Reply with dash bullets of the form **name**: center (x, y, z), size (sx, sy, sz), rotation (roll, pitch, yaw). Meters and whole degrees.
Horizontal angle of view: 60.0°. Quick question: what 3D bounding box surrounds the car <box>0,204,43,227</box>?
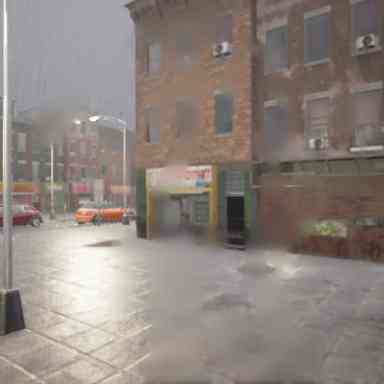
- **car**: center (-11.995, 1.558, 21.550), size (1.967, 1.590, 4.097), rotation (-1, -1, 35)

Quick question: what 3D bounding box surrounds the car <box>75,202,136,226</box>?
- **car**: center (-6.308, 1.490, 24.883), size (2.097, 1.767, 4.553), rotation (0, -1, 36)
